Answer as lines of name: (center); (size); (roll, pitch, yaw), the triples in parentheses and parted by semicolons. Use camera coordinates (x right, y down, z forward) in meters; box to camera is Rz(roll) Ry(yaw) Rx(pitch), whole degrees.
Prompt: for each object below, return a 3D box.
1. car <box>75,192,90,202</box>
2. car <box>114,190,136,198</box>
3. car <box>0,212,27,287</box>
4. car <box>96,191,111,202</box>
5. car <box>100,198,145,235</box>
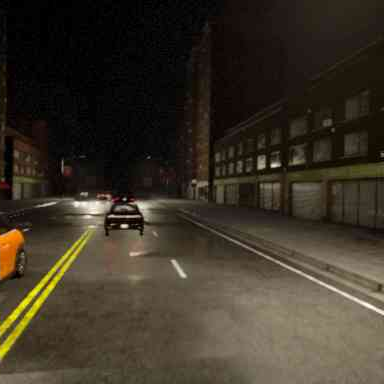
car: (-17.658, 0.769, 53.892); (2.128, 1.511, 4.902); (1, 0, -11)
car: (-7.252, 0.820, 35.857); (2.150, 2.045, 5.566); (1, 0, -11)
car: (-4.804, 1.213, 6.313); (2.097, 1.767, 4.553); (1, 0, -11)
car: (-14.564, 0.676, 55.024); (2.097, 1.767, 4.553); (1, 1, -11)
car: (-3.512, 1.295, 17.328); (2.128, 1.511, 4.902); (1, 0, -11)
